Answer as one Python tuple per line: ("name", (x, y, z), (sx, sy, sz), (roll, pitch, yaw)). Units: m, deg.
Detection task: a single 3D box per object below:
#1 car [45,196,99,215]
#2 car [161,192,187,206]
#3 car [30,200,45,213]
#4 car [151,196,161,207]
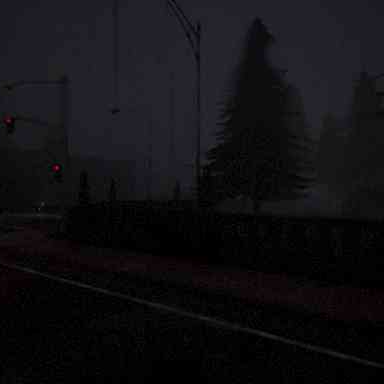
("car", (-11.023, 1.182, 31.588), (2.097, 1.767, 4.553), (0, 0, 36))
("car", (-1.256, 0.964, 45.137), (2.150, 2.045, 5.566), (0, 0, 35))
("car", (-13.863, 1.160, 33.633), (2.097, 1.767, 4.553), (0, 0, 36))
("car", (-4.091, 1.248, 47.193), (2.128, 1.511, 4.902), (0, 0, 35))
